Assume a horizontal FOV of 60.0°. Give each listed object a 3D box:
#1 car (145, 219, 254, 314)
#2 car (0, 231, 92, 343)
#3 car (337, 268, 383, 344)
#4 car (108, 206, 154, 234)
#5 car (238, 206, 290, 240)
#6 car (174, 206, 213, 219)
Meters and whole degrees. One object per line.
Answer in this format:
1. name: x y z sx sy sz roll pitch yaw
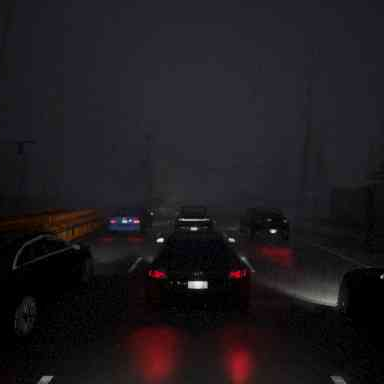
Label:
1. car: 0.097 1.564 7.723 1.994 1.385 4.181 0 0 0
2. car: -3.403 1.492 6.411 2.128 1.511 4.902 0 0 0
3. car: 3.599 1.564 4.287 1.994 1.385 4.181 0 0 0
4. car: -3.408 1.547 19.343 2.033 1.411 5.357 0 0 0
5. car: 3.592 1.503 17.133 1.837 1.490 4.892 0 -1 0
6. car: 0.093 1.492 17.672 2.128 1.511 4.902 0 0 0
